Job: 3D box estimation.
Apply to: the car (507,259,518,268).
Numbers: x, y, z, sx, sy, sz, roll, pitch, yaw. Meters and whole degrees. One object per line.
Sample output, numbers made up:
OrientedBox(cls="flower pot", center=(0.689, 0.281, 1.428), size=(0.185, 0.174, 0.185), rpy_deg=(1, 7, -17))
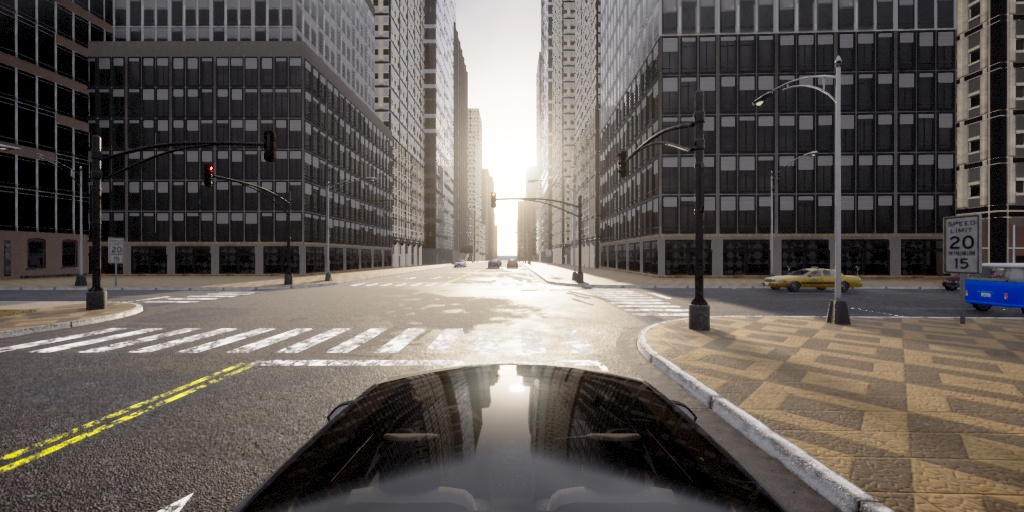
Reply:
OrientedBox(cls="car", center=(0.084, 1.425, 63.635), size=(1.994, 1.385, 4.181), rpy_deg=(0, 0, 0))

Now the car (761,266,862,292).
OrientedBox(cls="car", center=(17.113, 1.293, 20.612), size=(4.829, 1.417, 1.751), rpy_deg=(0, 0, 2))

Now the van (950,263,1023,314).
OrientedBox(cls="van", center=(18.373, 1.119, 12.438), size=(3.998, 1.789, 1.690), rpy_deg=(0, 0, 2))

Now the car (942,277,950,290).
OrientedBox(cls="car", center=(26.947, 1.356, 20.114), size=(4.207, 1.307, 1.802), rpy_deg=(0, 0, 2))

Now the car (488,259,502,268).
OrientedBox(cls="car", center=(-3.167, 1.335, 62.806), size=(1.882, 1.535, 5.008), rpy_deg=(0, 0, 0))
